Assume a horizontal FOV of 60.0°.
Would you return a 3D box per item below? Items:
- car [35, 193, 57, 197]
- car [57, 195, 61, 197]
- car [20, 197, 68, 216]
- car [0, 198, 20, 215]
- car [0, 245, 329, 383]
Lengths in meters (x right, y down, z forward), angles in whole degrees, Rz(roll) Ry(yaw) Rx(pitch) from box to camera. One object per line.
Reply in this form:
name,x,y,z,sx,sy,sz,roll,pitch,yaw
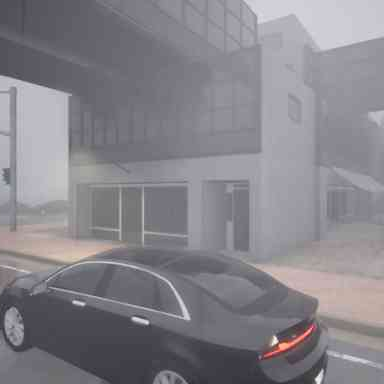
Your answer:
car,-31.186,1.151,69.859,4.605,1.855,1.932,0,0,35
car,-29.458,1.362,72.184,3.905,1.438,1.784,0,0,35
car,-13.952,1.504,33.186,1.837,1.490,4.892,0,0,36
car,-18.329,1.563,33.134,1.994,1.385,4.181,0,0,36
car,-0.773,1.505,4.544,4.892,1.490,1.837,0,0,36
